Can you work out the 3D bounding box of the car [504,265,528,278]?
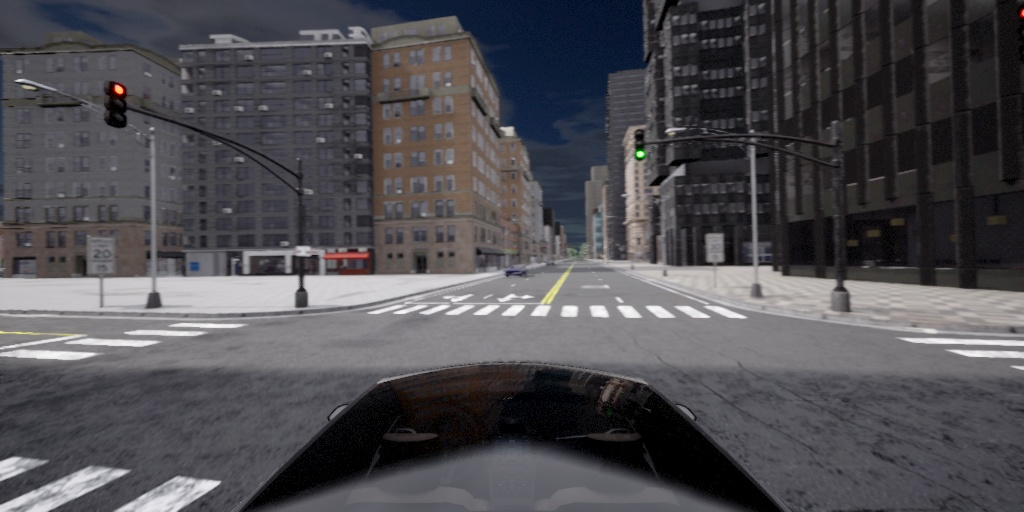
[{"bbox_3d":[0.501,1.586,37.343,1.895,1.301,4.718,-1,0,11],"label":"car"}]
